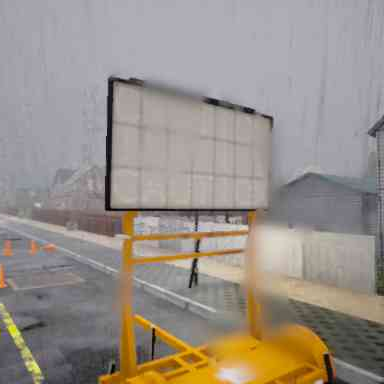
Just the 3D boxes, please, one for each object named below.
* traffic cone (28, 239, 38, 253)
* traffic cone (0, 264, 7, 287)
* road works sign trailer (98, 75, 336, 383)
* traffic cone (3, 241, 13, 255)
[{"bbox_3d":[-7.126,2.431,14.933,0.340,0.580,0.340,2,-3,-37],"label":"traffic cone"},{"bbox_3d":[-5.157,2.228,8.926,0.340,0.580,0.340,2,-3,-36],"label":"traffic cone"},{"bbox_3d":[-0.021,0.629,4.069,2.380,3.560,2.880,2,-3,-36],"label":"road works sign trailer"},{"bbox_3d":[-7.929,2.396,14.338,0.340,0.580,0.340,2,-3,-37],"label":"traffic cone"}]
